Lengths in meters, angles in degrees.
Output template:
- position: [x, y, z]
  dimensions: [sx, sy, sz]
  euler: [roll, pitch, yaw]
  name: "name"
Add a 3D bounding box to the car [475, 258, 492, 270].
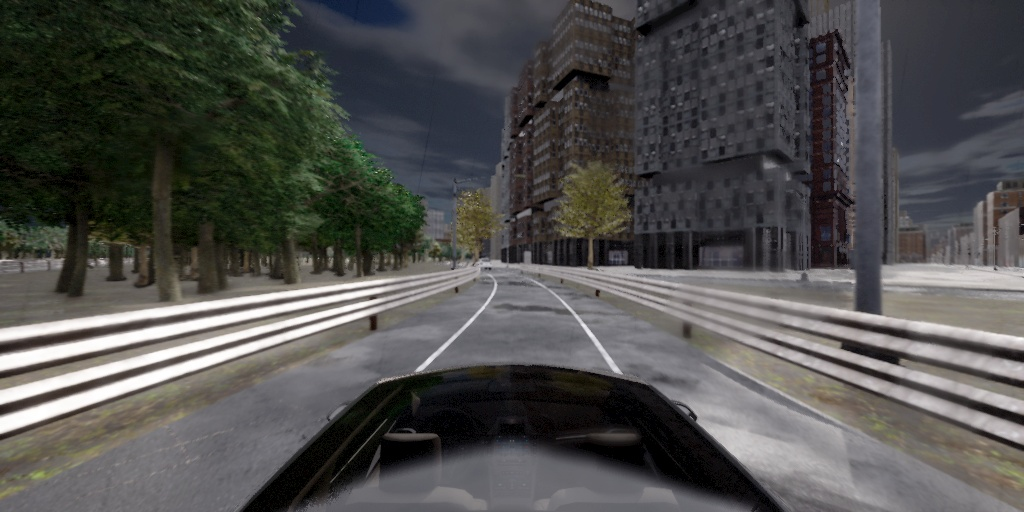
- position: [-5.148, 1.456, 64.156]
  dimensions: [2.150, 2.045, 5.566]
  euler: [0, -1, -17]
  name: "car"
